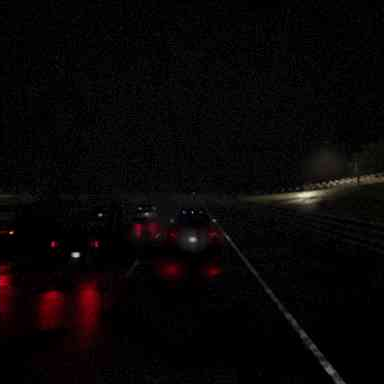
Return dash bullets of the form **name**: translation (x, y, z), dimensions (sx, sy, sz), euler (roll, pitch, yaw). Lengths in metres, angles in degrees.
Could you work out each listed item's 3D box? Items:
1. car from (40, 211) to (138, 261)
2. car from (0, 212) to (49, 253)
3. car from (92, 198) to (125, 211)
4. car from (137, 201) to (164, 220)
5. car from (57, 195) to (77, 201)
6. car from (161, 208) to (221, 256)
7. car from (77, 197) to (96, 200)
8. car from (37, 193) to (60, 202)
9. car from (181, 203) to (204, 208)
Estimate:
- **car**: translation (-3.465, 1.597, 12.201), dimensions (1.895, 1.301, 4.718), euler (0, 0, 1)
- **car**: translation (-6.954, 1.520, 13.476), dimensions (1.812, 1.442, 4.674), euler (0, 0, 0)
- **car**: translation (-6.928, 1.490, 27.817), dimensions (1.837, 1.490, 4.892), euler (0, 0, 1)
- **car**: translation (-3.427, 1.476, 27.803), dimensions (2.128, 1.511, 4.902), euler (0, 0, 1)
- **car**: translation (-20.908, 1.490, 57.223), dimensions (1.812, 1.442, 4.674), euler (0, 0, 1)
- **car**: translation (0.045, 1.560, 13.131), dimensions (1.994, 1.385, 4.181), euler (0, 0, 1)
- **car**: translation (-17.409, 1.512, 57.224), dimensions (2.033, 1.411, 5.357), euler (0, 0, 1)
- **car**: translation (-24.398, 1.186, 57.172), dimensions (2.150, 2.045, 5.566), euler (0, 0, 1)
- **car**: translation (0.065, 1.585, 27.180), dimensions (1.895, 1.301, 4.718), euler (0, 0, 1)
